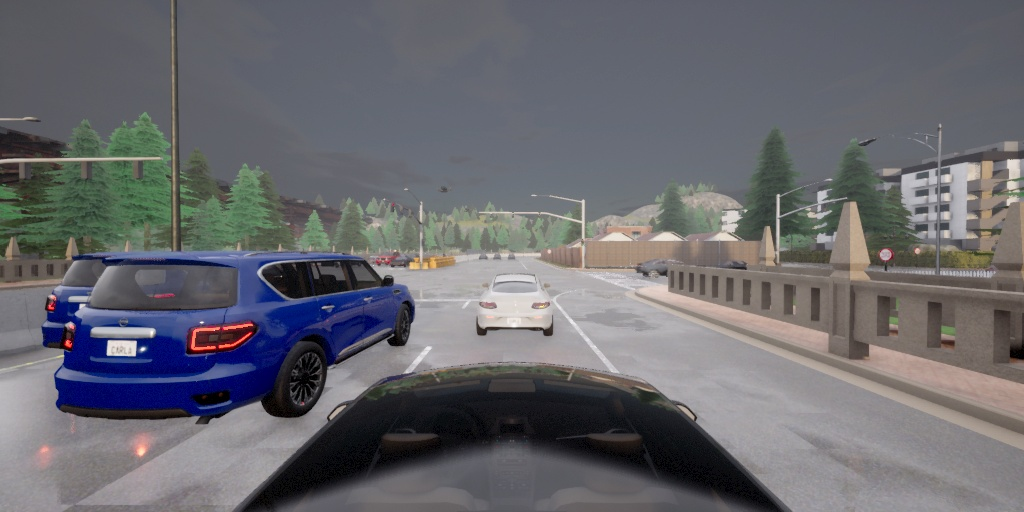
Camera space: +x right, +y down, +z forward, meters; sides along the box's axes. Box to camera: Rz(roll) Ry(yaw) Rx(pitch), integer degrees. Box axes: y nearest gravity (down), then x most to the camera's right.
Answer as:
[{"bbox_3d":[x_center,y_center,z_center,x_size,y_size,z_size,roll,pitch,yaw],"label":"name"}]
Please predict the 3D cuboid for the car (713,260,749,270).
[{"bbox_3d":[18.032,1.015,29.978,4.718,1.301,1.895,0,1,2],"label":"car"}]

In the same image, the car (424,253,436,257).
[{"bbox_3d":[-14.154,0.605,59.052,1.994,1.385,4.181,0,1,0],"label":"car"}]

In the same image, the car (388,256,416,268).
[{"bbox_3d":[-14.122,0.751,46.382,2.033,1.411,5.357,0,1,-1],"label":"car"}]

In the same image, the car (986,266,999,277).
[{"bbox_3d":[37.083,1.033,25.744,4.181,1.385,1.994,0,1,2],"label":"car"}]

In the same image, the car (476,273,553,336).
[{"bbox_3d":[0.108,1.196,9.988,1.812,1.442,4.674,0,1,2],"label":"car"}]

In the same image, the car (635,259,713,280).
[{"bbox_3d":[11.690,0.949,26.627,4.902,1.511,2.128,0,1,3],"label":"car"}]

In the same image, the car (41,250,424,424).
[{"bbox_3d":[-3.488,0.934,6.065,2.150,2.045,5.566,0,1,4],"label":"car"}]

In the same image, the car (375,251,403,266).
[{"bbox_3d":[-17.661,0.356,51.756,2.150,2.045,5.566,0,1,-1],"label":"car"}]

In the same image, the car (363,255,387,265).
[{"bbox_3d":[-21.144,0.612,55.523,1.812,1.442,4.674,0,1,0],"label":"car"}]

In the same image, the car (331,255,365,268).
[{"bbox_3d":[-21.153,0.694,46.475,2.128,1.511,4.902,0,1,0],"label":"car"}]
